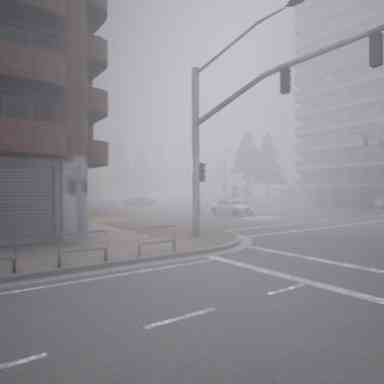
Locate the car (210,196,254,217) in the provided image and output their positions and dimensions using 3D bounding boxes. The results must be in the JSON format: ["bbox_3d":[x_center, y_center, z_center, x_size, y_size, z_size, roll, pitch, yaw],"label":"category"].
[{"bbox_3d":[3.516,1.382,30.250,1.812,1.442,4.674,0,0,-35],"label":"car"}]

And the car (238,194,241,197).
[{"bbox_3d":[9.526,1.172,64.201,5.357,1.411,2.033,0,0,-33],"label":"car"}]

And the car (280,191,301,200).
[{"bbox_3d":[21.689,0.746,72.703,5.566,2.045,2.150,0,0,-30],"label":"car"}]

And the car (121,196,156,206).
[{"bbox_3d":[-8.033,1.373,50.042,5.357,1.411,2.033,0,0,27],"label":"car"}]
